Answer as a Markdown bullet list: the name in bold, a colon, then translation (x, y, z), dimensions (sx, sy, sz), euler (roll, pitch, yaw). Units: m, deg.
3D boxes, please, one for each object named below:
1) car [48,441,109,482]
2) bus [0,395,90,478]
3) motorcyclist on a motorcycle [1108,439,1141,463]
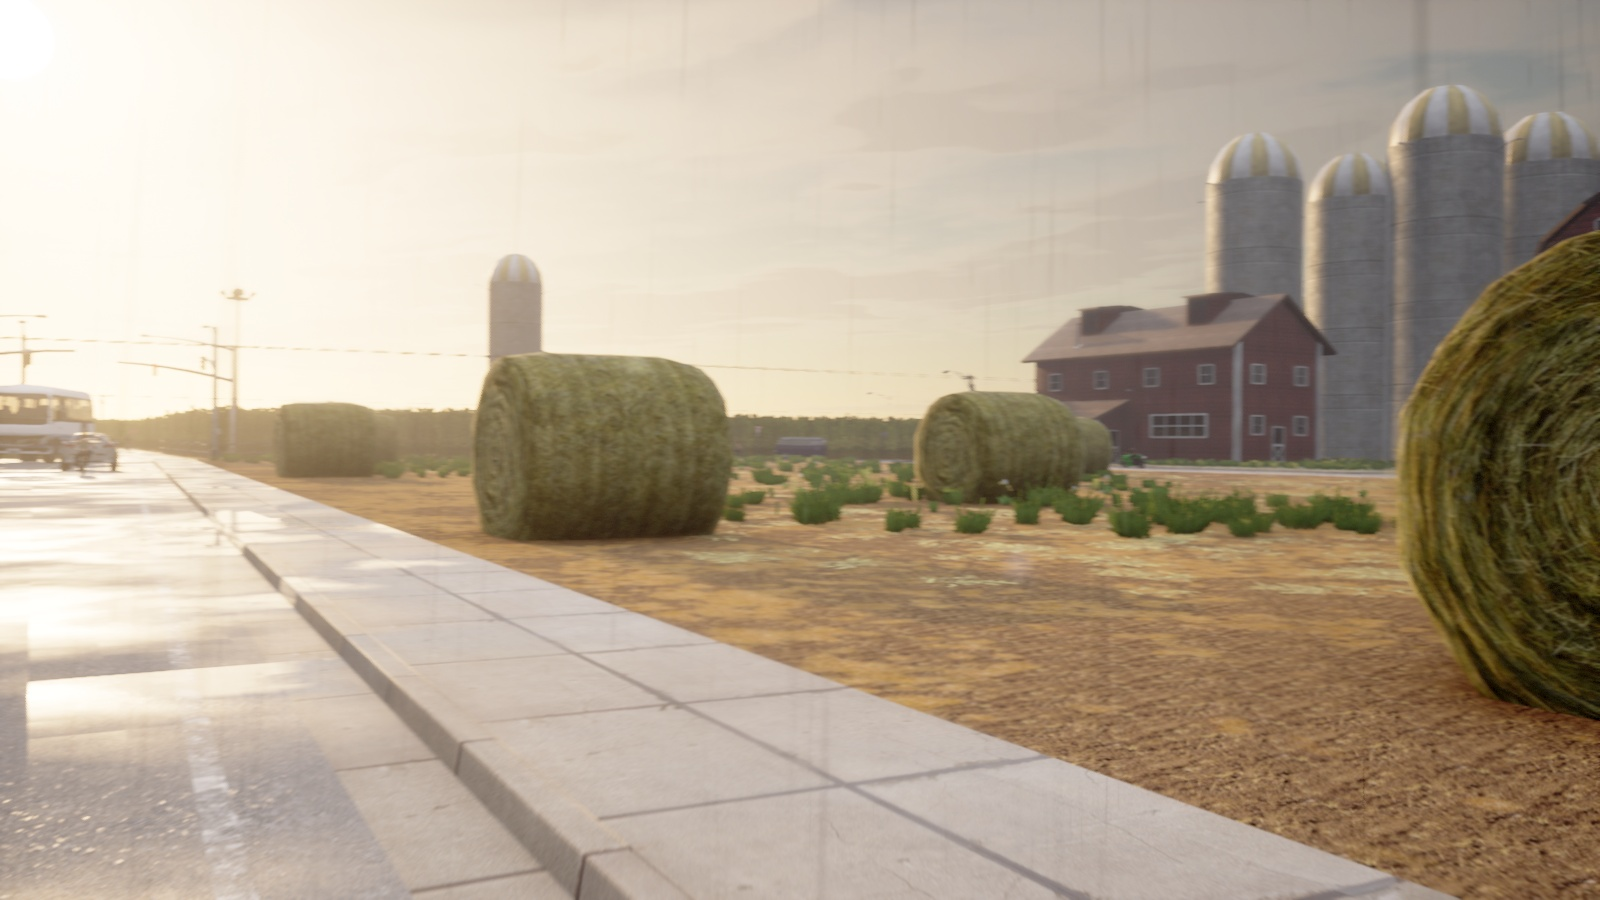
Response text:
- **car**: translation (-31.062, 0.462, 54.190), dimensions (2.152, 1.651, 5.027), euler (-1, 0, -29)
- **bus**: translation (-42.669, -0.669, 69.351), dimensions (3.944, 4.253, 10.273), euler (0, 0, -17)
- **motorcyclist on a motorcycle**: translation (20.545, 0.049, 79.512), dimensions (0.797, 1.523, 2.044), euler (-1, 0, -32)
